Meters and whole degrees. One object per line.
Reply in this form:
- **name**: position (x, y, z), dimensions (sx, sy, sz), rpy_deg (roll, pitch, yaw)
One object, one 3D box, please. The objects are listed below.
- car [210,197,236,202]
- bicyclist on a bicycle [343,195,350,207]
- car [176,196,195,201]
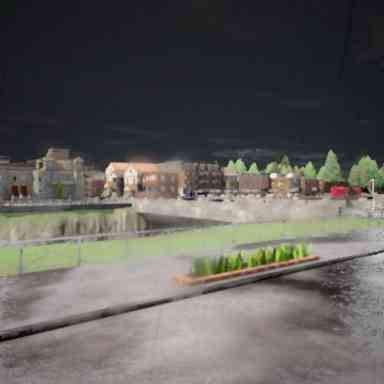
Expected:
- **car**: position (5.154, 1.432, 55.835), dimensions (1.895, 1.301, 4.718), rpy_deg (0, 0, -36)
- **bicyclist on a bicycle**: position (19.881, 1.161, 42.745), dimensions (1.656, 1.620, 0.582), rpy_deg (-1, 0, -36)
- **car**: position (-1.124, 1.414, 57.628), dimensions (1.994, 1.385, 4.181), rpy_deg (0, 0, -35)
